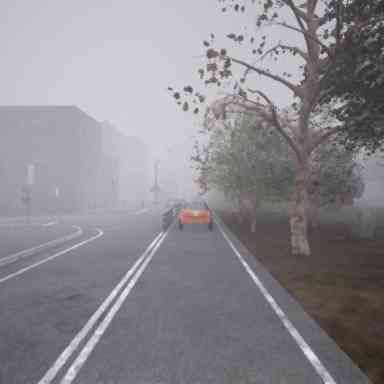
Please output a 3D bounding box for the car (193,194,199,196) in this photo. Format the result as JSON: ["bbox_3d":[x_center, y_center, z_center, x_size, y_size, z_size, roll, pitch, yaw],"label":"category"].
[{"bbox_3d":[1.321,1.138,71.079,2.097,1.767,4.553,0,0,2],"label":"car"}]

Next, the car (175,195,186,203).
[{"bbox_3d":[-2.173,1.358,63.614,1.812,1.442,4.674,0,0,2],"label":"car"}]

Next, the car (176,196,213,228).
[{"bbox_3d":[0.246,1.350,22.098,2.097,1.767,4.553,0,0,1],"label":"car"}]

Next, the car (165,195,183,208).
[{"bbox_3d":[-2.713,1.408,46.932,2.128,1.511,4.902,0,0,2],"label":"car"}]
